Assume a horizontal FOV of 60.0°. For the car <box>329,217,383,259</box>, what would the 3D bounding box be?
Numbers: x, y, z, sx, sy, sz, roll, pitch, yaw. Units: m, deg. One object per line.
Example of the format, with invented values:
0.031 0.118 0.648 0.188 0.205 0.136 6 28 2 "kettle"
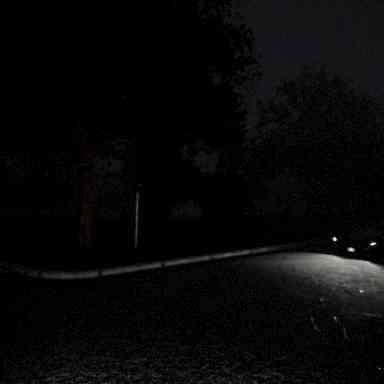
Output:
7.867 1.785 13.933 5.357 1.411 2.033 2 0 -41 "car"
